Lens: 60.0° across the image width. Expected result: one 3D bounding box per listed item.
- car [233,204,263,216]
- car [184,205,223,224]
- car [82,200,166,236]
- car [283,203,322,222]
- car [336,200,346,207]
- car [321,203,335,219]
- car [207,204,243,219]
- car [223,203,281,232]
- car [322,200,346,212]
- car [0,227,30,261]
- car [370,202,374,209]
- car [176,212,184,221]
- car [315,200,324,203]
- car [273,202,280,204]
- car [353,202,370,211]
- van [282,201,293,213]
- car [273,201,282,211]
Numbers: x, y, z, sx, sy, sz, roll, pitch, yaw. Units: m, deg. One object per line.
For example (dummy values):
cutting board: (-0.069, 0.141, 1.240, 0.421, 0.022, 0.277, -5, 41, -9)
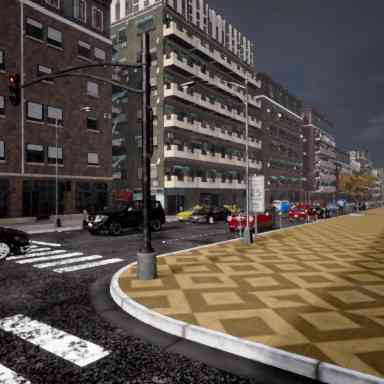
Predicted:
car: (6.954, 2.222, 40.875, 1.947, 1.339, 4.313, -2, -2, 35)
car: (1.691, 1.934, 28.832, 1.837, 1.490, 4.892, -1, -1, 35)
car: (-3.999, 1.496, 20.657, 2.150, 2.045, 5.566, -1, -1, 37)
car: (10.546, 2.032, 31.492, 1.887, 1.381, 4.507, -2, -2, 35)
car: (39.156, 2.883, 87.168, 1.690, 1.788, 3.998, -2, -2, 35)
car: (13.777, 2.141, 36.126, 1.947, 1.339, 4.313, -2, -2, 35)
car: (3.626, 2.090, 36.101, 1.752, 1.417, 4.829, -2, -2, 35)
car: (4.085, 1.751, 22.225, 1.967, 1.590, 4.097, -2, -2, 35)
car: (23.416, 2.468, 54.423, 2.033, 1.411, 5.357, -1, -1, 36)
car: (-8.060, 1.535, 10.985, 4.892, 1.490, 1.837, 2, 1, -31)
car: (36.388, 2.745, 68.569, 2.008, 1.369, 4.403, -2, -2, 35)
car: (0.396, 2.002, 31.467, 1.752, 1.417, 4.829, -2, -2, 35)
car: (26.332, 2.501, 68.691, 2.192, 1.841, 5.009, -2, -2, 35)
car: (7.667, 2.140, 37.394, 2.033, 1.411, 5.357, -1, -1, 35)
car: (29.927, 2.583, 59.300, 1.947, 1.339, 4.313, -2, -2, 35)
van: (13.411, 2.174, 50.151, 1.690, 1.788, 3.998, -2, -2, 35)
car: (10.183, 2.289, 45.510, 1.887, 1.381, 4.507, -2, -2, 35)
